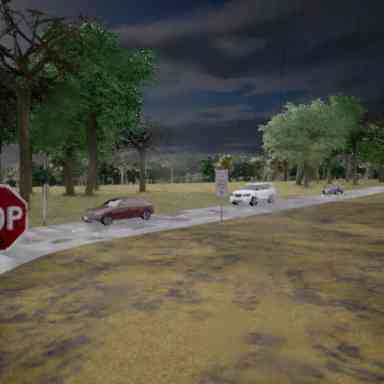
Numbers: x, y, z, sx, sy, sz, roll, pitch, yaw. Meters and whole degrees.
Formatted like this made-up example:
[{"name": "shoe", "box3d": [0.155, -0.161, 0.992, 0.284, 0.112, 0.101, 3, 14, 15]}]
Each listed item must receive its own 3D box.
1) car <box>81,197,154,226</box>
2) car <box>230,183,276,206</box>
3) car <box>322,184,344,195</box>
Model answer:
[{"name": "car", "box3d": [-4.293, 1.059, 19.868, 1.812, 1.442, 4.674, 1, 3, 40]}, {"name": "car", "box3d": [5.832, 0.175, 31.276, 2.150, 2.045, 5.566, 1, 3, 42]}, {"name": "car", "box3d": [19.912, -0.429, 46.899, 2.128, 1.511, 4.902, 1, 3, 42]}]
